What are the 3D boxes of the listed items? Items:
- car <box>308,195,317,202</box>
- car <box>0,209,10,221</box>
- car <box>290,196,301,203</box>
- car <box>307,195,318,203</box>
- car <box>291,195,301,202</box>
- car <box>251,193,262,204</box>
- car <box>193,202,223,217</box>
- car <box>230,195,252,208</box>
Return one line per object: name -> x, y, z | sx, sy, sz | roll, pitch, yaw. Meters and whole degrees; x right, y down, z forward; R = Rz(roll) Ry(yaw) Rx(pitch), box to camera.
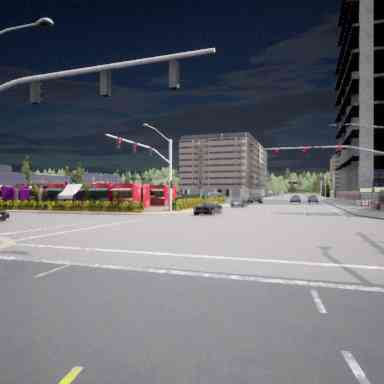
car -> 28.031, 1.524, 77.677 | 1.812, 1.442, 4.674 | 0, 0, 19
car -> -16.472, 1.619, 26.100 | 4.181, 1.385, 1.994 | 0, 0, 19
car -> 21.531, 1.555, 69.256 | 1.994, 1.385, 4.181 | 0, 0, 19
car -> 24.740, 1.541, 67.821 | 2.033, 1.411, 5.357 | 0, 0, 19
car -> 24.609, 1.540, 78.480 | 2.033, 1.411, 5.357 | 0, 0, 19
car -> 12.085, 1.221, 63.306 | 2.150, 2.045, 5.566 | 0, 0, 19
car -> 1.615, 1.619, 32.305 | 1.895, 1.301, 4.718 | 0, 1, 19
car -> 6.702, 1.492, 47.448 | 2.128, 1.511, 4.902 | 0, 0, 19
